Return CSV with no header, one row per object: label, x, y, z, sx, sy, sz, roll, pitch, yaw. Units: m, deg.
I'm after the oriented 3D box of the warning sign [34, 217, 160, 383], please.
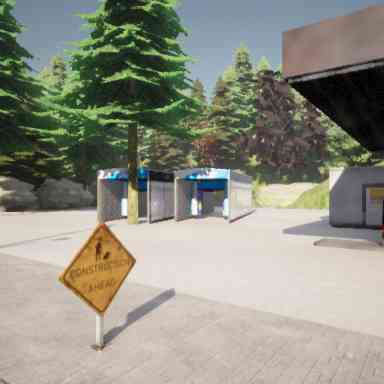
warning sign,-1.269,1.333,4.590,1.060,1.860,1.300,0,0,36
